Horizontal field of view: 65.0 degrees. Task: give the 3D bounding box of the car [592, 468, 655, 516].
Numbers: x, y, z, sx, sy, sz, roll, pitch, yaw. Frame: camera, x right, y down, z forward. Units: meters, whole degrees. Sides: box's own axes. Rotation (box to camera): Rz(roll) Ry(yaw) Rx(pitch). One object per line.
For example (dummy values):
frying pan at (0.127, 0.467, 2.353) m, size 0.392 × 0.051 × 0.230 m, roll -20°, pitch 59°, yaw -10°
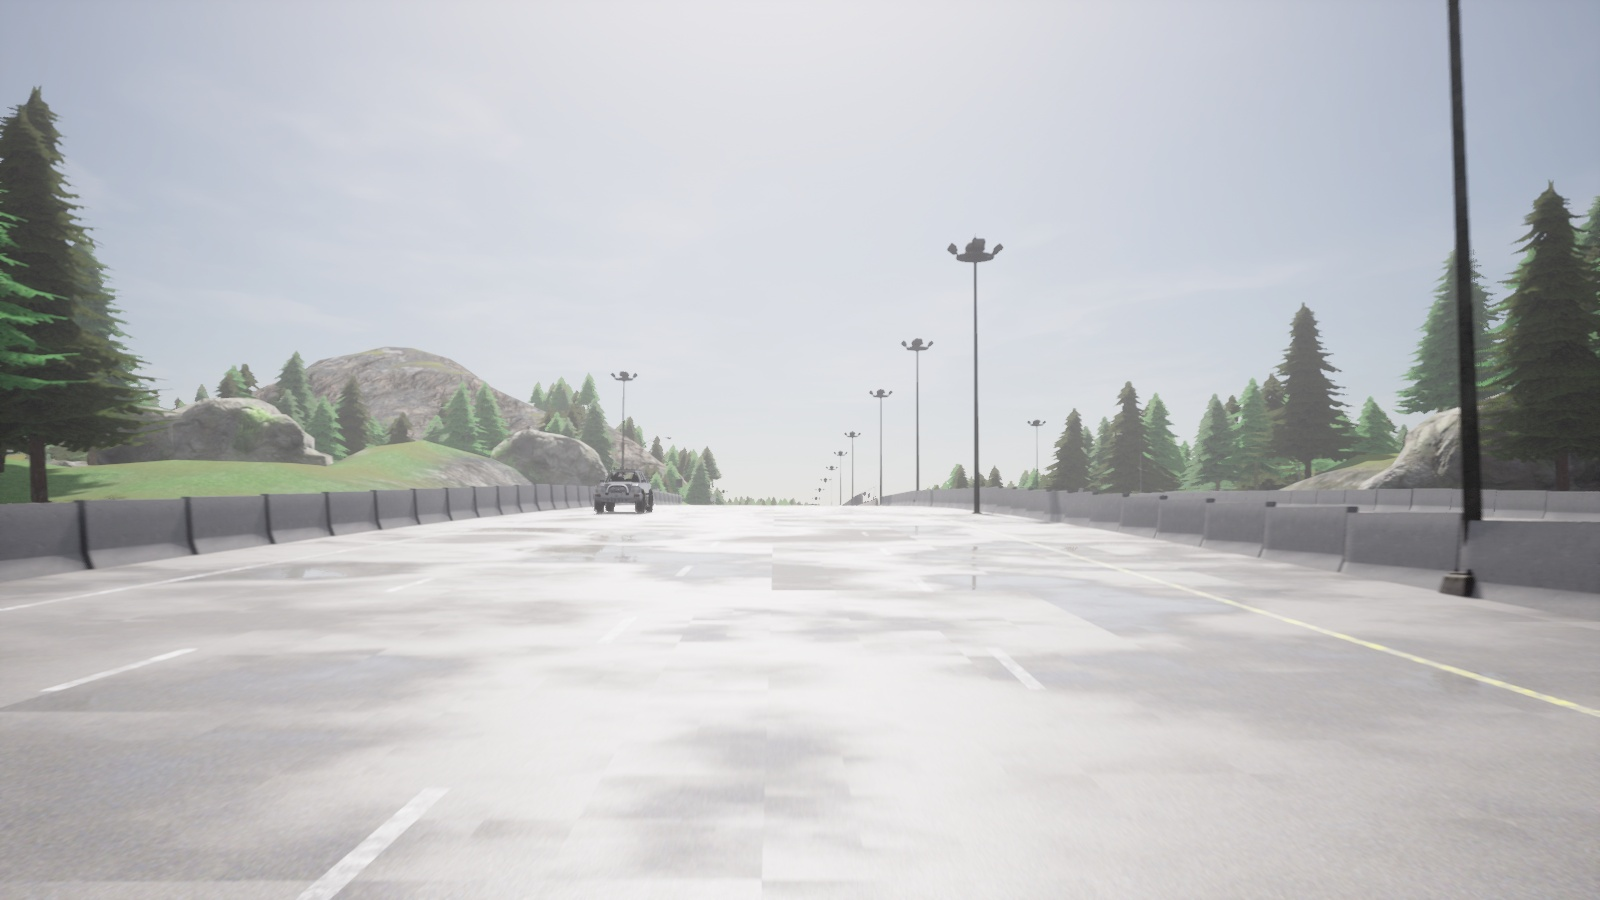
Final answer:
car at (-7.125, 1.696, 51.210) m, size 1.932 × 1.855 × 4.605 m, roll 0°, pitch -2°, yaw 0°
